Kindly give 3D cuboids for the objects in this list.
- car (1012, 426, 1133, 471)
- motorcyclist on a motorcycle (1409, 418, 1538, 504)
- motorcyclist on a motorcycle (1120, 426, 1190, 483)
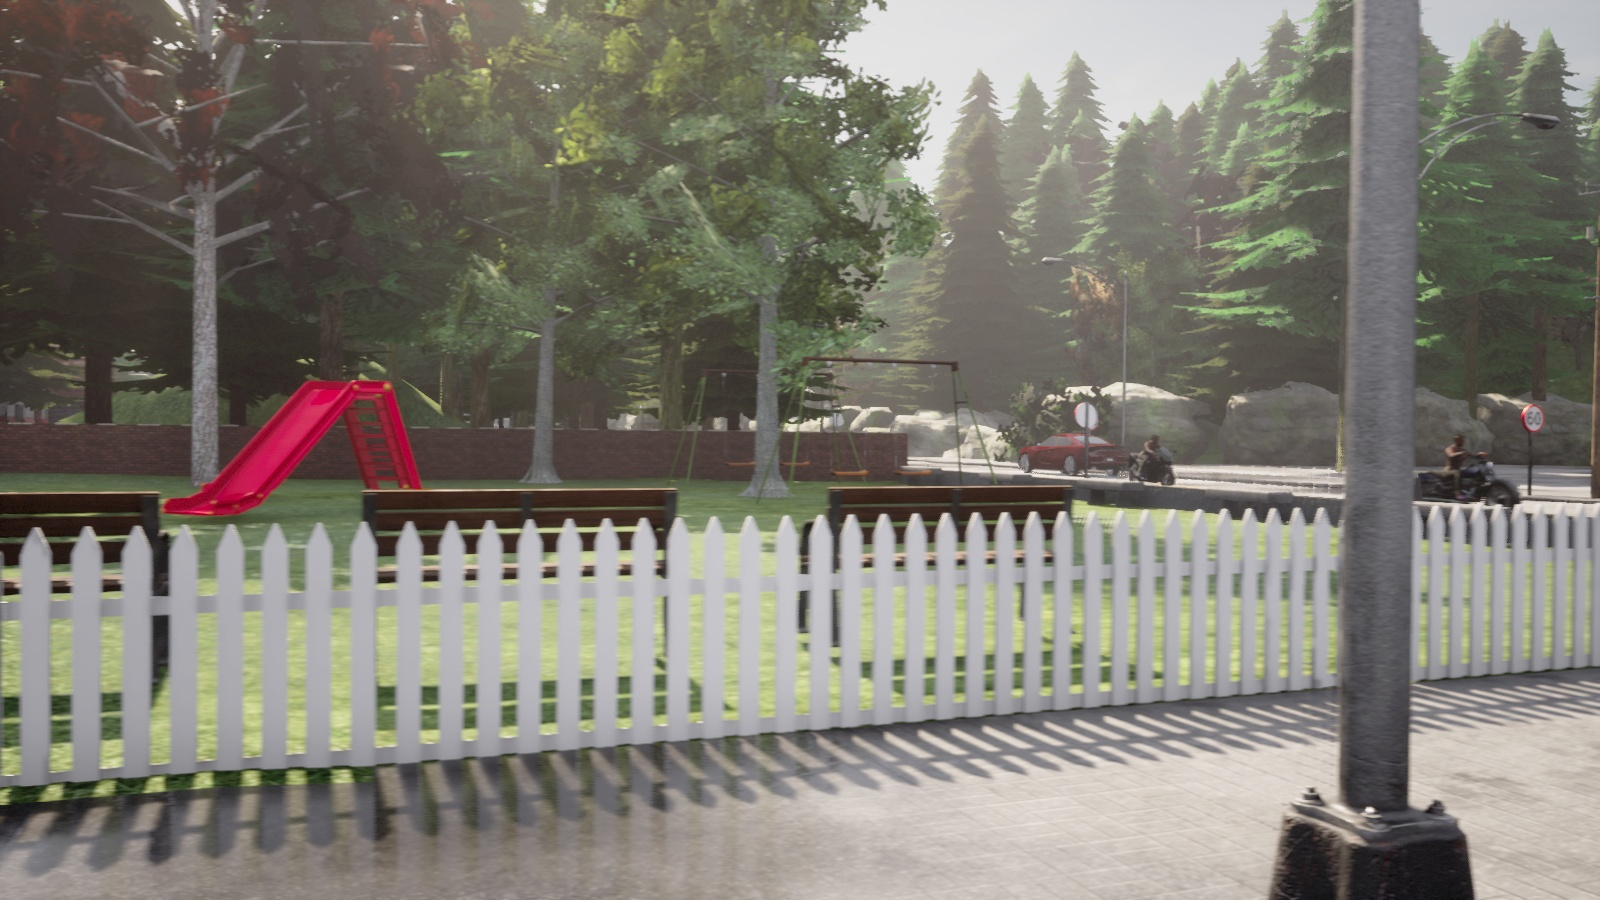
[{"bbox_3d":[9.876,-0.076,45.972,1.882,1.535,5.008,-1,1,-21],"label":"car"},{"bbox_3d":[13.507,0.194,25.276,0.766,1.649,2.350,-1,1,-21],"label":"motorcyclist on a motorcycle"},{"bbox_3d":[9.842,0.109,34.863,0.797,1.523,2.044,-1,1,-21],"label":"motorcyclist on a motorcycle"}]
